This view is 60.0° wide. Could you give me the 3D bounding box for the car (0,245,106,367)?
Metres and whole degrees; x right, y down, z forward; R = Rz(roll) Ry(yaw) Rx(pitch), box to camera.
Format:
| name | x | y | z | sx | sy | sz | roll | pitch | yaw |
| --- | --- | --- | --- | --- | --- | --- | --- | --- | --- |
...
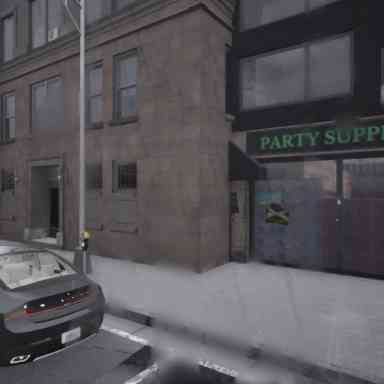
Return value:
| name | x | y | z | sx | sy | sz | roll | pitch | yaw |
| --- | --- | --- | --- | --- | --- | --- | --- | --- | --- |
| car | -3.282 | 1.551 | 5.416 | 4.403 | 1.369 | 2.008 | 0 | 0 | 35 |
